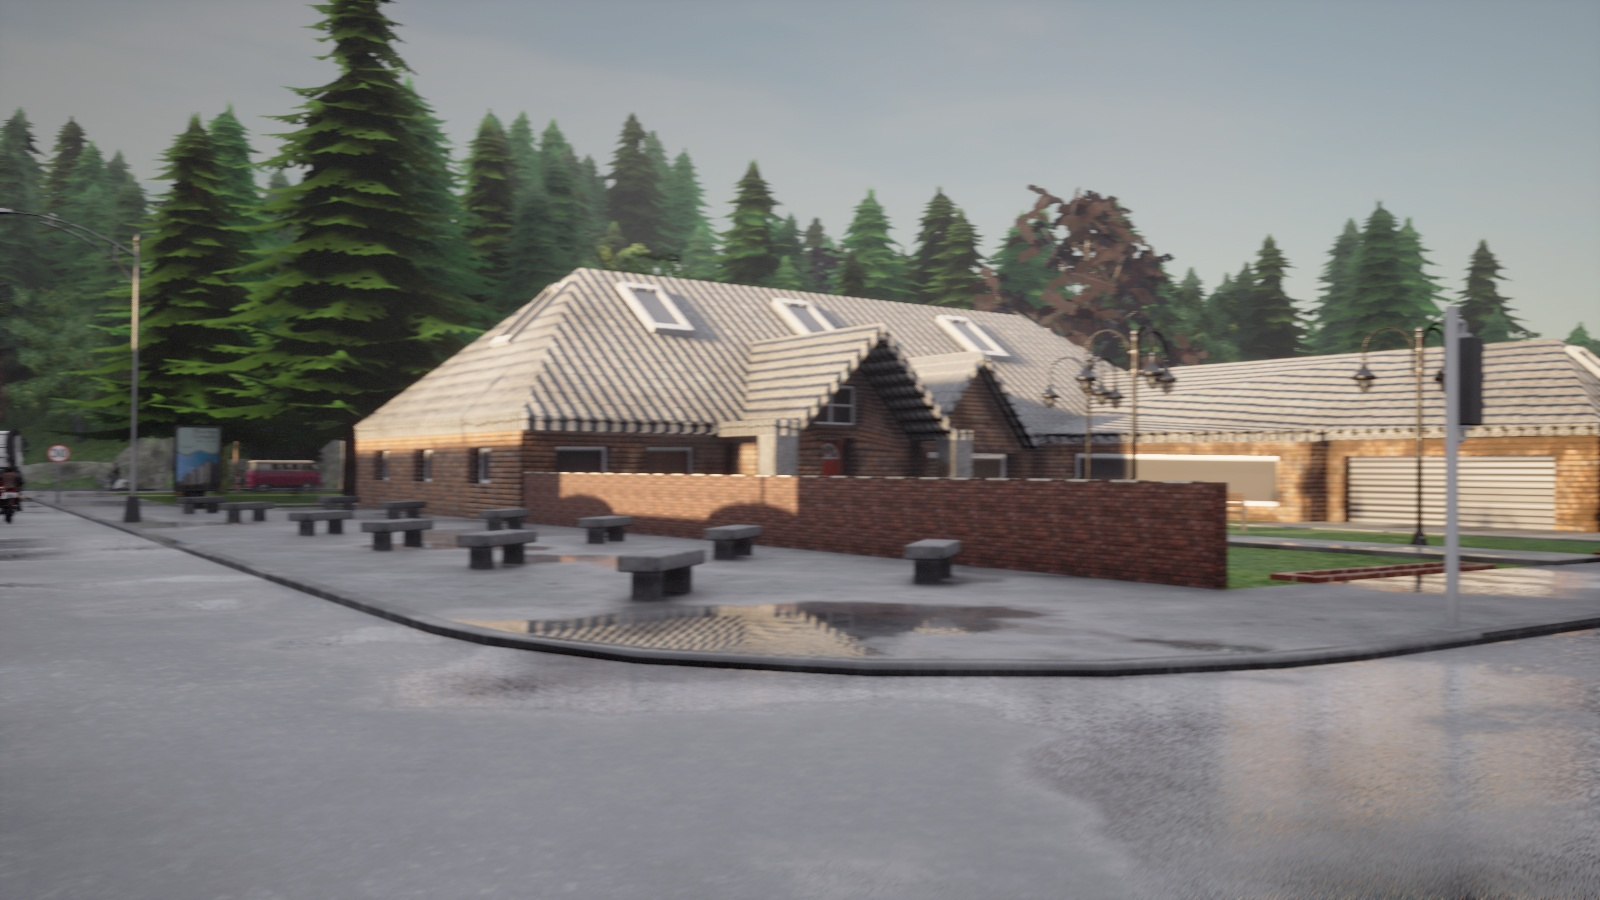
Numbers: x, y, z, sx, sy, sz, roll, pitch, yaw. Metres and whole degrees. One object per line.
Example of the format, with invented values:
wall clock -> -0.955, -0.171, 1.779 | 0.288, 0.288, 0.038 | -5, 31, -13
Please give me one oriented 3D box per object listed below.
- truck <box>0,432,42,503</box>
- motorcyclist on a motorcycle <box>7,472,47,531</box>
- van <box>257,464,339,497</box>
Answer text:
truck -> -41.368, 0.918, 64.854 | 2.891, 3.462, 7.936 | 0, -1, -24
motorcyclist on a motorcycle -> -20.641, 1.357, 33.497 | 0.797, 1.523, 2.044 | 1, -1, -34
van -> -31.223, 1.882, 78.153 | 4.442, 1.987, 1.775 | 1, -1, -35
